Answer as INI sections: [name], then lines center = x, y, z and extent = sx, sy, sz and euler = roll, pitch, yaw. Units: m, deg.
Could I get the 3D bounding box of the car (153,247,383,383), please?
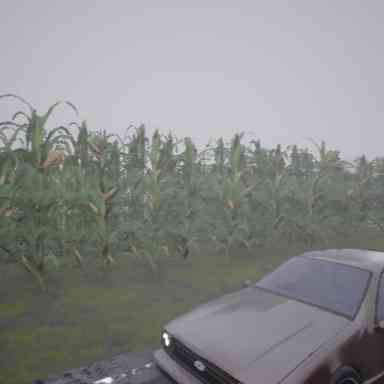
[car]
center = 2.186, 1.551, 4.604
extent = 5.357, 1.411, 2.033
euler = 0, 0, -35
